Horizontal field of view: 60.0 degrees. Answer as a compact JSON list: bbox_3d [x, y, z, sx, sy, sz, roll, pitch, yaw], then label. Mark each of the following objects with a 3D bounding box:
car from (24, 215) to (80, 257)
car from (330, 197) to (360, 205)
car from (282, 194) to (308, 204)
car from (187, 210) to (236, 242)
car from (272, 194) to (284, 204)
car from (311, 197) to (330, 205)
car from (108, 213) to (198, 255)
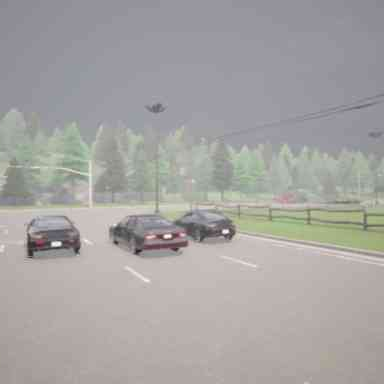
[{"bbox_3d":[-5.762,1.654,13.597,1.812,1.442,4.674,0,0,-27],"label":"car"},{"bbox_3d":[27.109,1.666,58.449,4.718,1.301,1.895,0,0,-27],"label":"car"},{"bbox_3d":[21.114,1.670,67.122,4.892,1.490,1.837,0,0,-27],"label":"car"},{"bbox_3d":[0.435,1.613,16.853,1.812,1.442,4.674,0,0,-27],"label":"car"},{"bbox_3d":[19.488,1.427,70.225,5.566,2.045,2.150,0,0,-27],"label":"car"},{"bbox_3d":[24.411,1.652,60.982,5.357,1.411,2.033,0,0,-26],"label":"car"},{"bbox_3d":[-2.038,1.643,14.015,2.033,1.411,5.357,0,0,-28],"label":"car"}]
